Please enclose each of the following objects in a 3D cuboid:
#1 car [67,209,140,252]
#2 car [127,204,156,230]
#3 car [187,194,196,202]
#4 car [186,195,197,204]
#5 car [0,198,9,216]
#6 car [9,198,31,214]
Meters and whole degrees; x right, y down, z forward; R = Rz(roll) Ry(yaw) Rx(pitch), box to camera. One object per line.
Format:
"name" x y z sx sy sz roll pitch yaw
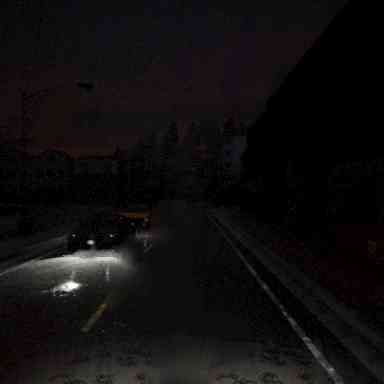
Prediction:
"car" -3.596 1.602 13.833 1.994 1.385 4.181 0 0 0
"car" -3.516 1.574 22.032 1.882 1.535 5.008 0 0 0
"car" -0.061 1.439 76.209 2.097 1.767 4.553 0 0 0
"car" -0.053 1.525 66.151 2.097 1.767 4.553 0 0 0
"car" -17.685 1.242 26.179 5.027 1.636 2.152 0 0 0
"car" -18.014 1.337 32.595 3.806 1.475 1.970 0 0 0
